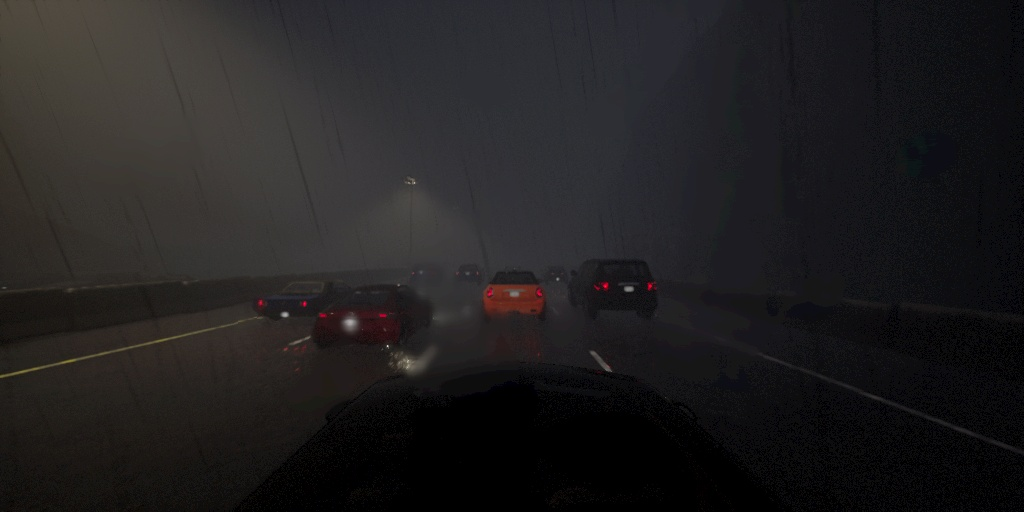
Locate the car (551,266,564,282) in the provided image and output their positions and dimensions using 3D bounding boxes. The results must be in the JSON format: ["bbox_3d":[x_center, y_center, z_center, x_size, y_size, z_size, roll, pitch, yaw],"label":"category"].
[{"bbox_3d":[3.569,1.566,30.352,1.837,1.490,4.892,0,0,0],"label":"car"}]

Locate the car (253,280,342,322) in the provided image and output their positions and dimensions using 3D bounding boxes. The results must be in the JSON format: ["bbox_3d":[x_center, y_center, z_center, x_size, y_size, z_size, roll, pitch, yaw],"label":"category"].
[{"bbox_3d":[-6.911,1.514,13.129,1.895,1.301,4.718,0,-1,0],"label":"car"}]

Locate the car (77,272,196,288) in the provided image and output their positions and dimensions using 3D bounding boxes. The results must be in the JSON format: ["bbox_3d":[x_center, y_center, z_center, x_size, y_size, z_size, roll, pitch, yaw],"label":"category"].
[{"bbox_3d":[-17.616,1.572,17.763,1.895,1.301,4.718,0,-1,0],"label":"car"}]

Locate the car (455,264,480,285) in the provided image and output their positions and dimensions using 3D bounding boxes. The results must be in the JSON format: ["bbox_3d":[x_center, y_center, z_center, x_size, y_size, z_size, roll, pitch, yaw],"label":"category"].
[{"bbox_3d":[-3.431,1.413,29.943,2.097,1.767,4.553,0,0,0],"label":"car"}]

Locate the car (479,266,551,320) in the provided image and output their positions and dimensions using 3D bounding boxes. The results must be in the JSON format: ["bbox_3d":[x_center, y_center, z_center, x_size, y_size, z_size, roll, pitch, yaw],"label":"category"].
[{"bbox_3d":[0.088,1.266,13.563,2.097,1.767,4.553,0,-1,0],"label":"car"}]

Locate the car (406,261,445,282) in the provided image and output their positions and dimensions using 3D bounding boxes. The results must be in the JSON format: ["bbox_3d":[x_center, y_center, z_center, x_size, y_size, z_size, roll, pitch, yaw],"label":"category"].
[{"bbox_3d":[-6.930,1.415,29.953,2.097,1.767,4.553,0,0,0],"label":"car"}]

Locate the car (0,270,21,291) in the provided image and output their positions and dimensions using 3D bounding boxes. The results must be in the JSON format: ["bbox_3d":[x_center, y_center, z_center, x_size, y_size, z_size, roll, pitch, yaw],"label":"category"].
[{"bbox_3d":[-24.615,1.547,18.721,1.994,1.385,4.181,0,-1,0],"label":"car"}]

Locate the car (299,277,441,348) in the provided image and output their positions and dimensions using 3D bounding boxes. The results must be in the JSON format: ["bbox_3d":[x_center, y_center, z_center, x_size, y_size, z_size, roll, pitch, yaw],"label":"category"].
[{"bbox_3d":[-3.412,1.432,9.615,1.994,1.385,4.181,0,-1,0],"label":"car"}]

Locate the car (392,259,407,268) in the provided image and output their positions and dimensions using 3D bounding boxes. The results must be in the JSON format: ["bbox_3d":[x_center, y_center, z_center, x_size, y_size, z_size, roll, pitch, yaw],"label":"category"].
[{"bbox_3d":[-17.601,1.560,59.275,1.882,1.535,5.008,0,0,0],"label":"car"}]

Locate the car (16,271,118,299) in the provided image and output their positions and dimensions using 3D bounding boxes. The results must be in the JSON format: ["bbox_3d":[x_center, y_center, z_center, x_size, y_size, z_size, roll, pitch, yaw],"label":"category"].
[{"bbox_3d":[-21.116,1.529,18.757,2.033,1.411,5.357,0,-1,0],"label":"car"}]

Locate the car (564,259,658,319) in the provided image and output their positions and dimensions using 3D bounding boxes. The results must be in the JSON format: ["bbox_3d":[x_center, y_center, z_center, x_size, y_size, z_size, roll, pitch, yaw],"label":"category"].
[{"bbox_3d":[3.589,1.136,13.684,2.150,2.045,5.566,0,-1,0],"label":"car"}]

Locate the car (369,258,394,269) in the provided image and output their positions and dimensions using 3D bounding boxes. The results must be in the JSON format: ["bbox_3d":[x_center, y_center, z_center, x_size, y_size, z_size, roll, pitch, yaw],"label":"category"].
[{"bbox_3d":[-21.092,1.304,59.458,2.150,2.045,5.566,0,0,0],"label":"car"}]
